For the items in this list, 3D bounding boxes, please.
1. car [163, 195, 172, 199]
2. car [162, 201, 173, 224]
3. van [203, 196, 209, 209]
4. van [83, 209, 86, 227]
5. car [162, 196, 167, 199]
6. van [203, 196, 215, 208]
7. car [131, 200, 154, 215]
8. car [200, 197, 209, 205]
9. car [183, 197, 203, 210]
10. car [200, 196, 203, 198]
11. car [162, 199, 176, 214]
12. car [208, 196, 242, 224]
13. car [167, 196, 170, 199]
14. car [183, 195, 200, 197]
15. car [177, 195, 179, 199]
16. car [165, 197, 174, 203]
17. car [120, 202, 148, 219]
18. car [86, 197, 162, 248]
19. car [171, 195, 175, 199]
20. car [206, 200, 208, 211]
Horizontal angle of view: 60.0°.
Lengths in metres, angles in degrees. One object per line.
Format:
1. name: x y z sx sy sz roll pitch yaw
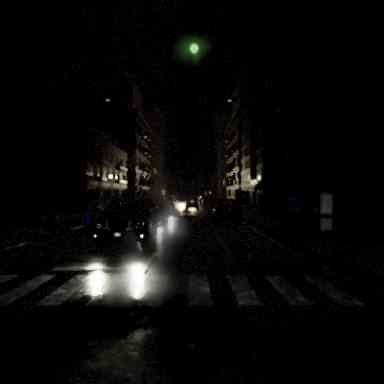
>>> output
1. car: -5.409 1.814 63.967 1.947 1.339 4.313 0 0 0
2. car: -2.858 1.649 25.820 2.033 1.411 5.357 0 0 0
3. van: 2.683 1.530 42.346 1.690 1.788 3.998 0 0 0
4. van: -5.410 1.412 20.718 1.690 1.788 3.998 0 0 0
5. car: -5.409 1.729 52.986 1.752 1.417 4.829 0 0 0
6. van: 2.670 1.574 53.159 1.690 1.788 3.998 0 0 0
7. car: -5.410 1.683 36.936 1.887 1.381 4.507 0 0 0
8. car: 2.651 1.825 69.546 1.752 1.417 4.829 0 0 0
9. car: 0.045 1.742 45.980 2.033 1.411 5.357 0 0 0
10. car: 2.677 1.526 47.753 2.192 1.841 5.009 0 0 0
11. car: -2.842 1.748 36.912 1.895 1.301 4.718 0 0 0
12. car: 2.702 1.438 26.128 2.192 1.841 5.009 0 0 0
13. car: -5.409 1.777 58.561 2.008 1.369 4.403 0 0 0
14. car: -0.010 1.726 55.929 2.128 1.511 4.902 0 0 0
15. car: -5.408 1.909 90.998 2.008 1.369 4.403 0 0 0
16. car: -5.409 1.896 80.185 1.802 1.307 4.206 0 0 0
17. car: -5.410 1.682 31.530 1.947 1.339 4.313 0 0 0
18. car: -2.848 1.280 15.446 2.150 2.045 5.566 0 0 0
19. car: -5.408 1.585 69.374 2.192 1.841 5.009 0 0 0
20. car: 2.695 1.696 31.533 2.008 1.369 4.403 0 0 0
